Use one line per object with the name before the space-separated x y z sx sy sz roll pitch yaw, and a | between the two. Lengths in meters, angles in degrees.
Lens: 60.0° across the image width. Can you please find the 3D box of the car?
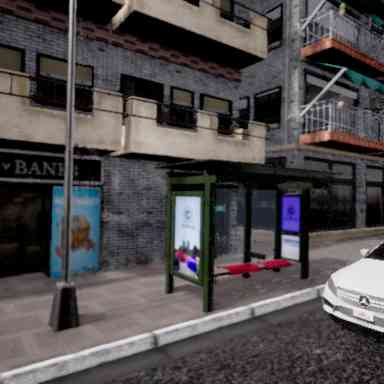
car | 4.401 1.530 6.208 4.674 1.442 1.812 0 0 -35
